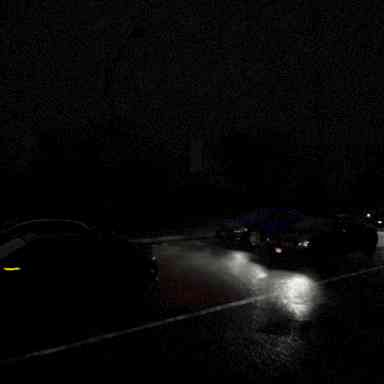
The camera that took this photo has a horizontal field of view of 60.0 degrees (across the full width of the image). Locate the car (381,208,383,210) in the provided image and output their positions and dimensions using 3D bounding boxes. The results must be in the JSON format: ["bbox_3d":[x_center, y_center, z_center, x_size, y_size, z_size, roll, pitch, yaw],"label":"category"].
[{"bbox_3d":[13.297,1.527,21.556,4.718,1.301,1.895,0,0,-34],"label":"car"}]

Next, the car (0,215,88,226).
[{"bbox_3d":[-4.541,1.418,9.352,4.902,1.511,2.128,0,0,-34],"label":"car"}]

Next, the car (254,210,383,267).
[{"bbox_3d":[4.529,1.476,11.321,4.674,1.442,1.812,0,0,-34],"label":"car"}]

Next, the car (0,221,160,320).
[{"bbox_3d":[-2.854,1.476,6.265,4.674,1.442,1.812,0,0,-34],"label":"car"}]

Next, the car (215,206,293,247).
[{"bbox_3d":[3.306,1.404,14.725,5.008,1.535,1.882,0,0,-34],"label":"car"}]
